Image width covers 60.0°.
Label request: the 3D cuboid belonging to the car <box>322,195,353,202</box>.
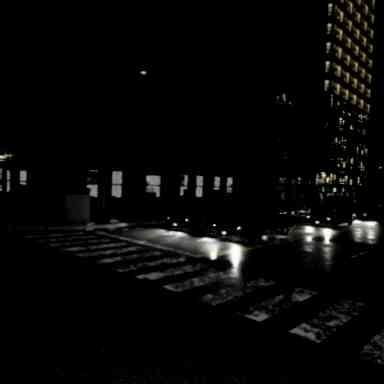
[{"bbox_3d":[14.520,1.389,33.340,2.150,2.045,5.566,3,1,42],"label":"car"}]

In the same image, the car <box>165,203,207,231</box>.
[{"bbox_3d":[0.965,1.320,18.849,2.033,1.411,5.357,4,1,43],"label":"car"}]

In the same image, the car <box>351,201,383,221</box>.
[{"bbox_3d":[17.037,1.809,31.292,2.128,1.511,4.902,4,1,43],"label":"car"}]

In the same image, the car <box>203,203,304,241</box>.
[{"bbox_3d":[3.237,1.462,16.525,2.033,1.411,5.357,3,1,43],"label":"car"}]

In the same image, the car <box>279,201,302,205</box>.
[{"bbox_3d":[7.518,1.469,25.863,1.837,1.490,4.892,4,1,43],"label":"car"}]

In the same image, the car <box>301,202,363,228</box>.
[{"bbox_3d":[10.109,1.663,23.887,2.033,1.411,5.357,4,1,43],"label":"car"}]
